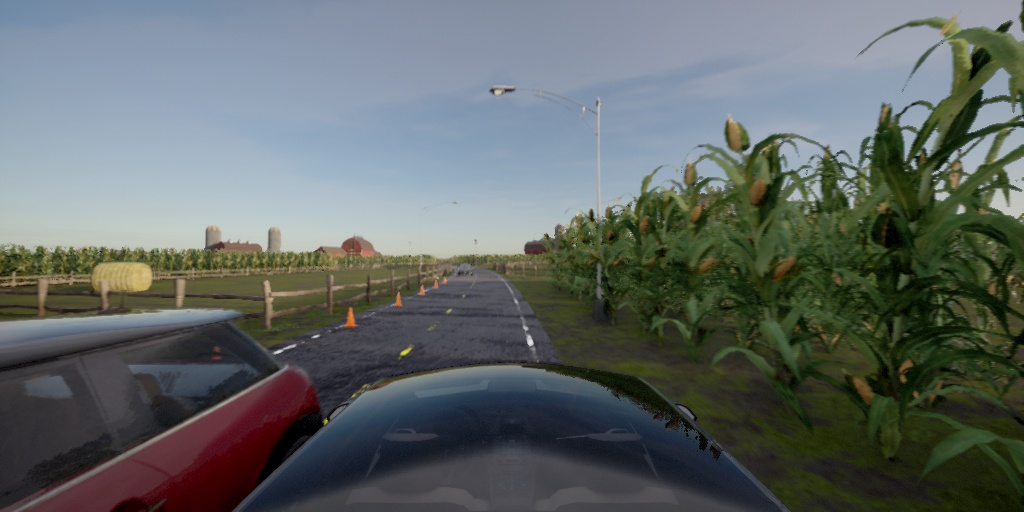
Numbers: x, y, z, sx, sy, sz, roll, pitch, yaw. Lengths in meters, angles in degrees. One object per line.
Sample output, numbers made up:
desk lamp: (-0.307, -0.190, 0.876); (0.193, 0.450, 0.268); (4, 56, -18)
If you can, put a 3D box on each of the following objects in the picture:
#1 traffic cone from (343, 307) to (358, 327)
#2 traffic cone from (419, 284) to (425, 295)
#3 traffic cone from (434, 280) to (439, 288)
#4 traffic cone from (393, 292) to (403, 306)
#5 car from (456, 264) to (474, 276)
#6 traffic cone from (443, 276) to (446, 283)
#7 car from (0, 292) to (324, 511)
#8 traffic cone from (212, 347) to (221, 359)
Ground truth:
traffic cone: (-4.827, 1.811, 10.724); (0.340, 0.580, 0.340); (0, 0, -1)
traffic cone: (-5.169, 1.922, 20.660); (0.340, 0.580, 0.340); (0, 0, -3)
traffic cone: (-5.427, 1.978, 25.625); (0.340, 0.580, 0.340); (0, 0, -3)
traffic cone: (-4.971, 1.866, 15.693); (0.340, 0.580, 0.340); (0, 0, -2)
car: (-5.934, 1.763, 45.568); (1.837, 1.490, 4.892); (0, -1, -6)
traffic cone: (-5.741, 2.034, 30.587); (0.340, 0.580, 0.340); (0, 0, -4)
car: (-2.472, 1.096, 0.850); (2.097, 1.767, 4.553); (0, -1, 0)
traffic cone: (-4.743, 1.755, 5.753); (0.340, 0.580, 0.340); (0, 0, -1)
